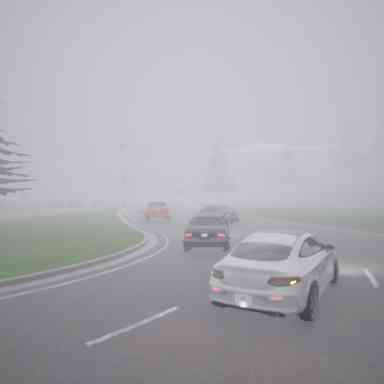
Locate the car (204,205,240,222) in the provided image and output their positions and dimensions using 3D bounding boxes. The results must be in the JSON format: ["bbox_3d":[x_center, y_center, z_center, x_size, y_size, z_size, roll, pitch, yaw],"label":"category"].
[{"bbox_3d":[1.745,1.704,25.353,2.033,1.411,5.357,-1,0,-18],"label":"car"}]

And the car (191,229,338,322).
[{"bbox_3d":[2.016,1.557,7.367,1.812,1.442,4.674,-1,0,31],"label":"car"}]

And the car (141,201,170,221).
[{"bbox_3d":[-3.379,1.598,30.105,2.097,1.767,4.553,-1,0,-16],"label":"car"}]

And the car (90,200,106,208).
[{"bbox_3d":[-17.165,2.159,61.203,2.033,1.411,5.357,-1,0,-1],"label":"car"}]

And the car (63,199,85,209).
[{"bbox_3d":[-20.642,1.987,59.051,2.097,1.767,4.553,-1,0,-1],"label":"car"}]

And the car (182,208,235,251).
[{"bbox_3d":[0.695,1.643,14.637,2.033,1.411,5.357,-1,0,5],"label":"car"}]

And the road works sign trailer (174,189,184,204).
[{"bbox_3d":[-3.044,1.032,78.292,2.380,3.560,2.880,-1,0,-3],"label":"road works sign trailer"}]

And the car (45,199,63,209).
[{"bbox_3d":[-24.135,2.025,58.852,2.097,1.767,4.553,-1,0,-1],"label":"car"}]
